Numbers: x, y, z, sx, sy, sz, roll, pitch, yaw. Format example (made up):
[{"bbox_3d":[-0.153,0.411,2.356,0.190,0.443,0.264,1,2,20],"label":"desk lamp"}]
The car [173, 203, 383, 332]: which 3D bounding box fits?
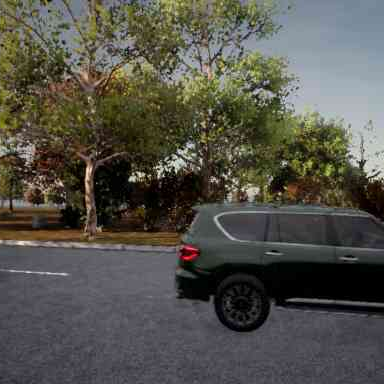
[{"bbox_3d":[2.447,1.252,6.182,5.566,2.045,2.150,1,-1,7],"label":"car"}]
